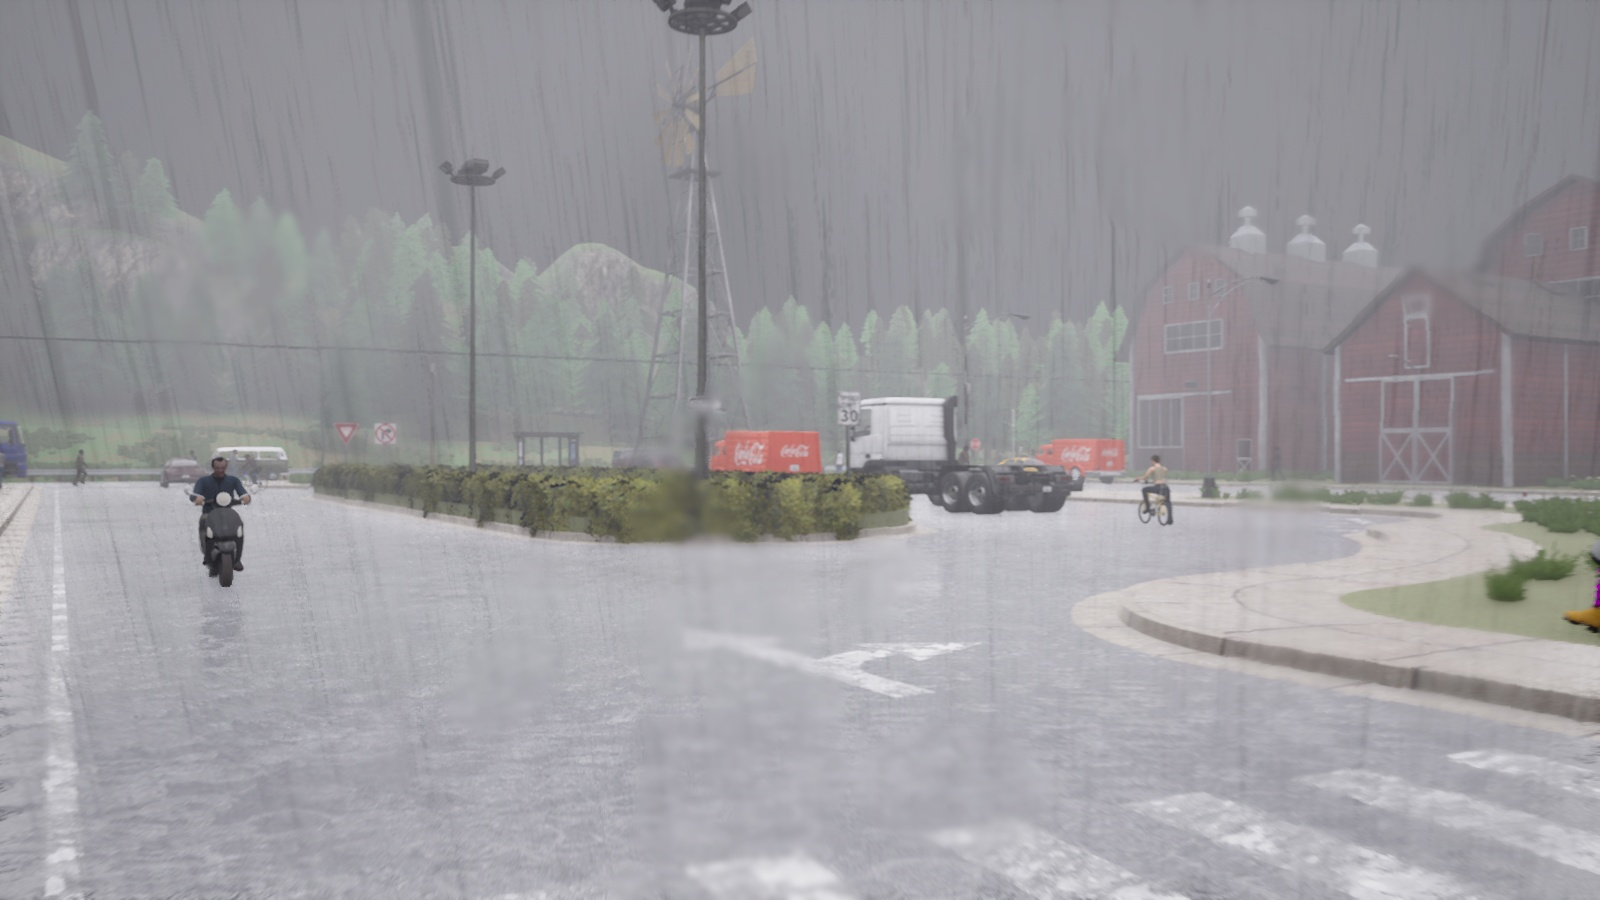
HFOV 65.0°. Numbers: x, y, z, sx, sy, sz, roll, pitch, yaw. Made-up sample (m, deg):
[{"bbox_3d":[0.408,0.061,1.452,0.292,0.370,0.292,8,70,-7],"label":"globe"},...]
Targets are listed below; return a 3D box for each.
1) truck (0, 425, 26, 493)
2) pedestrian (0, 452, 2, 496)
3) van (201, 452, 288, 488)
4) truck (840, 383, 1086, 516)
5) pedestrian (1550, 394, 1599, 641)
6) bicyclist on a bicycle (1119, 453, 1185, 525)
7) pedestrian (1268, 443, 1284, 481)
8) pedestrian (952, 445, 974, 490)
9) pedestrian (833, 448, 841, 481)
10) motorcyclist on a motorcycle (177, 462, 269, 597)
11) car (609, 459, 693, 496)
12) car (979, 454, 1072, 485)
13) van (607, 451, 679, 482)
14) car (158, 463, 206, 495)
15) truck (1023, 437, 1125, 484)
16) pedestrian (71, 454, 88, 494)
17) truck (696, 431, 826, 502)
[{"bbox_3d":[-44.013,0.489,63.742,7.936,3.462,2.891,0,0,-30],"label":"truck"},{"bbox_3d":[-33.823,1.006,52.894,0.354,1.836,0.706,0,0,-35],"label":"pedestrian"},{"bbox_3d":[-32.873,1.158,74.342,4.480,2.038,2.069,0,-1,-30],"label":"van"},{"bbox_3d":[4.515,0.018,36.876,2.891,3.462,7.936,0,0,-30],"label":"truck"},{"bbox_3d":[6.630,0.529,10.035,0.659,1.952,0.873,0,0,-34],"label":"pedestrian"},{"bbox_3d":[8.105,0.877,28.979,0.866,1.612,1.509,0,0,-10],"label":"bicyclist on a bicycle"},{"bbox_3d":[24.351,0.617,64.253,0.666,1.930,0.402,-1,0,38],"label":"pedestrian"},{"bbox_3d":[6.582,0.696,50.724,0.328,1.805,0.869,0,0,-39],"label":"pedestrian"},{"bbox_3d":[2.084,0.813,71.004,0.354,1.836,0.706,0,0,-7],"label":"pedestrian"},{"bbox_3d":[-7.321,0.955,15.891,0.866,1.590,1.817,0,0,-31],"label":"motorcyclist on a motorcycle"},{"bbox_3d":[-6.458,1.166,54.127,1.845,1.501,3.633,0,0,-41],"label":"car"},{"bbox_3d":[12.045,1.008,67.520,1.801,1.575,5.366,0,0,-31],"label":"car"},{"bbox_3d":[-10.423,1.055,83.475,4.442,1.987,1.775,0,0,-30],"label":"van"},{"bbox_3d":[-30.161,1.383,61.192,1.812,1.442,4.674,0,0,-30],"label":"car"},{"bbox_3d":[15.067,0.567,69.284,2.627,2.467,5.204,0,0,-31],"label":"truck"},{"bbox_3d":[-35.818,1.190,62.439,0.692,1.930,0.396,0,0,-37],"label":"pedestrian"},{"bbox_3d":[-1.543,0.596,46.818,2.627,2.467,5.204,0,0,-31],"label":"truck"}]
